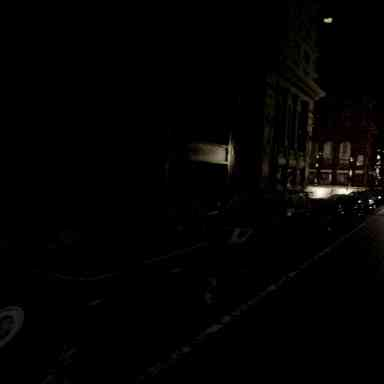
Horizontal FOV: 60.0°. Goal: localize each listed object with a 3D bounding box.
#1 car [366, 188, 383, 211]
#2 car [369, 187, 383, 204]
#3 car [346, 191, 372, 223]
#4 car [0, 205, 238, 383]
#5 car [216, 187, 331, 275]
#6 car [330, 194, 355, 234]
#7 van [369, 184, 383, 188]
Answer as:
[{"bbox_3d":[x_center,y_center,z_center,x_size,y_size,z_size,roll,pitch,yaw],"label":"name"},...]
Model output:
[{"bbox_3d":[11.627,0.640,23.088,2.008,1.369,4.403,5,4,35],"label":"car"},{"bbox_3d":[14.848,0.535,27.713,1.802,1.307,4.206,5,4,35],"label":"car"},{"bbox_3d":[8.404,0.793,18.467,1.947,1.339,4.313,5,4,35],"label":"car"},{"bbox_3d":[-1.259,1.082,4.592,1.967,1.590,4.097,5,4,35],"label":"car"},{"bbox_3d":[1.969,0.819,9.207,2.192,1.841,5.009,5,4,35],"label":"car"},{"bbox_3d":[5.181,0.931,13.844,1.947,1.339,4.313,5,4,35],"label":"car"},{"bbox_3d":[18.080,0.159,32.322,1.690,1.788,3.998,5,4,35],"label":"van"}]
